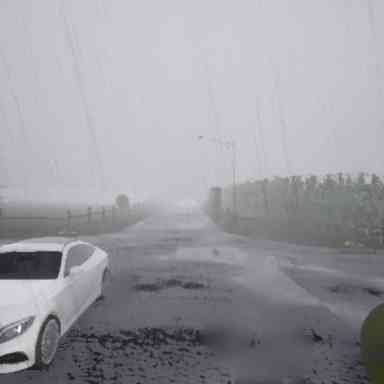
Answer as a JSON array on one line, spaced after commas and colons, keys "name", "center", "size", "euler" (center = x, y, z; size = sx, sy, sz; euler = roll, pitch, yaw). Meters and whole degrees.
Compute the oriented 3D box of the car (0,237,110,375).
[{"name": "car", "center": [-2.753, 1.604, 5.917], "size": [1.812, 1.442, 4.674], "euler": [0, -1, 0]}]
